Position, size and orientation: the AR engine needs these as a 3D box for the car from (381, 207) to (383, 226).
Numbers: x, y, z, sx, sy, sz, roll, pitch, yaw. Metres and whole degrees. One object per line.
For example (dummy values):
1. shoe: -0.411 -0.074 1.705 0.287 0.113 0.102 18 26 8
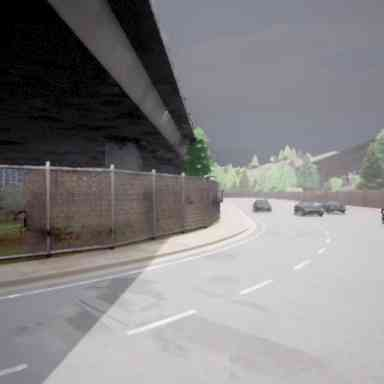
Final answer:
1. car: 13.090 1.481 20.123 2.128 1.511 4.902 0 0 13

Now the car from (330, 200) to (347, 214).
1. car: 15.197 1.606 36.556 2.033 1.411 5.357 -1 0 5

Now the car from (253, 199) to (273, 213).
1. car: 8.184 1.641 38.814 1.837 1.490 4.892 -1 0 5

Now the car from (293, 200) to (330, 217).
1. car: 11.083 1.620 31.934 2.033 1.411 5.357 -1 0 5
